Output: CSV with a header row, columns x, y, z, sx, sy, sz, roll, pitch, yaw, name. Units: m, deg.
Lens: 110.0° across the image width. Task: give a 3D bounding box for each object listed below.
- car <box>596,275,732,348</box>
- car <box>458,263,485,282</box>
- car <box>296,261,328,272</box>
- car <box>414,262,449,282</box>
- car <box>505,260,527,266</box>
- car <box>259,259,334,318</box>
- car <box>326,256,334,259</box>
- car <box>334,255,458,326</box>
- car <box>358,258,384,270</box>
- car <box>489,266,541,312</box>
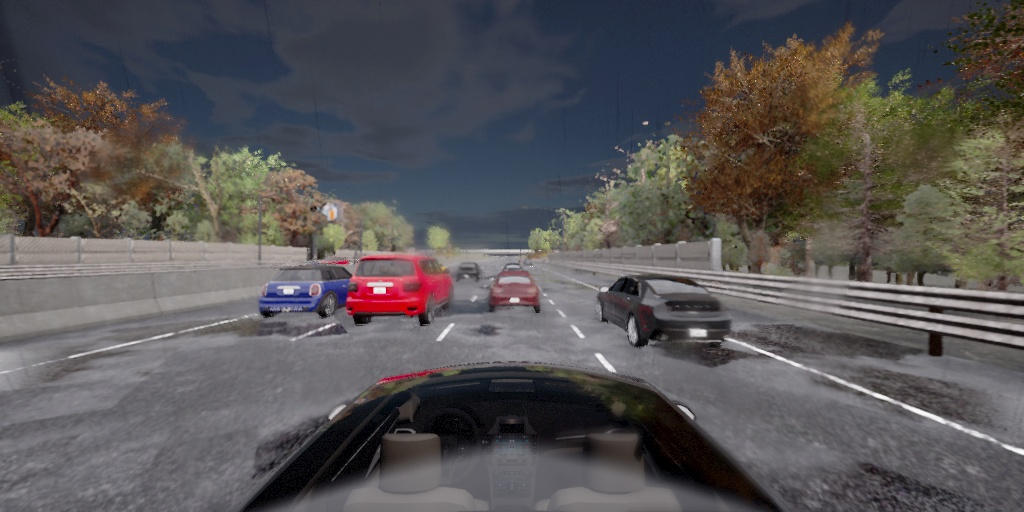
x,y,z,sx,sy,sz,roll,pitch,yaw,name
3.539,1.228,9.255,1.837,1.490,4.892,0,0,-1,car
-3.406,1.306,29.595,1.837,1.490,4.892,0,0,0,car
-28.073,1.449,50.456,1.895,1.301,4.718,0,0,0,car
-6.902,1.282,31.214,1.882,1.535,5.008,0,0,0,car
0.095,1.328,30.647,1.812,1.442,4.674,0,0,0,car
-6.902,1.121,13.197,2.097,1.767,4.553,0,0,0,car
-24.584,1.067,49.547,2.150,2.045,5.566,0,0,0,car
-3.406,0.988,11.926,2.150,2.045,5.566,0,0,0,car
-21.073,1.208,53.936,2.097,1.767,4.553,0,0,0,car
0.099,1.296,14.108,1.812,1.442,4.674,0,0,0,car
